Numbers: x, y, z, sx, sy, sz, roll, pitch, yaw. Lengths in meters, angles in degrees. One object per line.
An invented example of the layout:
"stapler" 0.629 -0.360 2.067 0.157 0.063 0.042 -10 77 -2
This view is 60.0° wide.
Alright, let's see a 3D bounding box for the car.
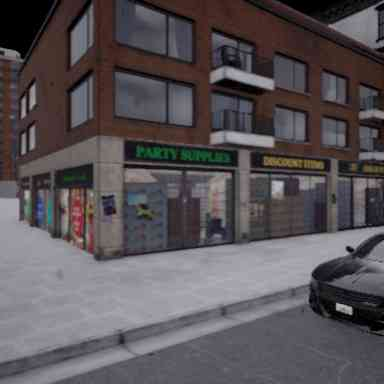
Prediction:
"car" 4.331 1.503 6.456 5.008 1.535 1.882 0 0 -35
